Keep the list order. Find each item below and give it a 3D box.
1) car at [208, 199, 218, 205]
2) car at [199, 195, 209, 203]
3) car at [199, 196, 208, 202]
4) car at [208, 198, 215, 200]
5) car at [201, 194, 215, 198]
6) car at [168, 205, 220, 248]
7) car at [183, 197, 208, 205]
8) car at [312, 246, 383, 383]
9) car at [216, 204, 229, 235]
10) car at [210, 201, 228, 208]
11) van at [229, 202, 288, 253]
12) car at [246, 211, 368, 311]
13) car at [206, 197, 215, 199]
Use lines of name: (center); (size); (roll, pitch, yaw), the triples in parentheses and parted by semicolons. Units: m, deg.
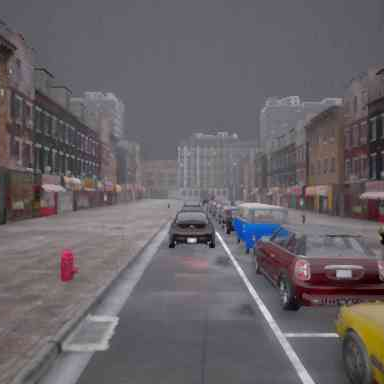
car: (2.645, 1.608, 29.734); (1.802, 1.307, 4.206); (1, 0, 0)
car: (2.645, 1.563, 73.763); (1.967, 1.590, 4.097); (0, 0, 0)
car: (2.644, 1.689, 79.267); (2.008, 1.369, 4.403); (0, 0, 0)
car: (2.645, 1.617, 35.237); (1.802, 1.307, 4.206); (1, 0, 0)
car: (2.750, 1.290, 55.610); (2.150, 2.045, 5.566); (0, 0, 0)
car: (0.000, 1.524, 14.650); (1.837, 1.490, 4.892); (0, 0, 0)
car: (0.000, 1.522, 29.651); (2.128, 1.511, 4.902); (0, 0, 0)
car: (2.647, 1.525, 2.387); (1.752, 1.417, 4.829); (1, 0, 0)
car: (2.646, 1.577, 18.727); (1.947, 1.339, 4.313); (1, 0, 0)
car: (2.646, 1.569, 24.230); (2.008, 1.369, 4.403); (1, 0, 0)
van: (2.648, 1.347, 13.224); (1.690, 1.788, 3.998); (1, 0, 0)
car: (2.648, 1.442, 7.720); (1.967, 1.590, 4.097); (1, 0, 0)
car: (2.645, 1.626, 40.741); (1.802, 1.307, 4.206); (0, 0, 0)
